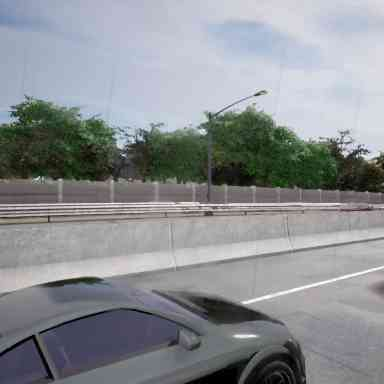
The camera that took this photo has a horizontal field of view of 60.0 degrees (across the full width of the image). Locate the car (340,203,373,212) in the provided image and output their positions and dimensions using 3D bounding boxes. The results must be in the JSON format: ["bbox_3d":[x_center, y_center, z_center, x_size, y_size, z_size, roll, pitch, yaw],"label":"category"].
[{"bbox_3d":[19.438,2.045,39.222,5.008,1.535,1.882,2,-1,-35],"label":"car"}]

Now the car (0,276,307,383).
[{"bbox_3d":[-0.842,1.566,3.152,4.181,1.385,1.994,0,0,-35],"label":"car"}]
